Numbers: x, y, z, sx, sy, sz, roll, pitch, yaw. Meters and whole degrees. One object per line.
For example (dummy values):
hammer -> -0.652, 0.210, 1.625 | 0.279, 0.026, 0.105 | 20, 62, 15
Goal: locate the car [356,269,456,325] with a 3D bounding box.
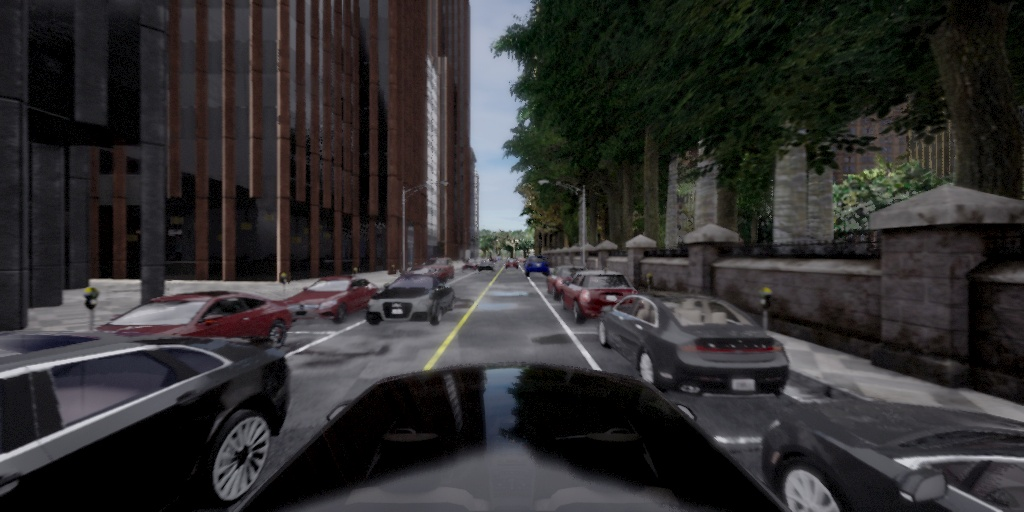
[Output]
car -> -3.071, 1.305, 11.640 | 1.994, 1.385, 4.181 | 0, 0, 1

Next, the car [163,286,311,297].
car -> -5.763, 1.328, 6.454 | 1.802, 1.307, 4.207 | 0, 0, 0

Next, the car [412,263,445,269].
car -> -5.766, 1.313, 22.825 | 1.802, 1.307, 4.207 | 0, 0, 0

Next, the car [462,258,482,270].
car -> -5.770, 1.156, 50.110 | 1.967, 1.591, 4.097 | 0, 0, 0

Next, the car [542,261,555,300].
car -> 2.760, 1.176, 17.375 | 1.967, 1.591, 4.097 | 0, 0, 0

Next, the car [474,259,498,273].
car -> -3.093, 1.319, 43.526 | 1.895, 1.301, 4.718 | 0, 0, 0

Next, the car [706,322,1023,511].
car -> 2.763, 1.301, 1.005 | 2.007, 1.370, 4.403 | 0, 0, 0

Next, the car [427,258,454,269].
car -> -5.767, 1.041, 28.282 | 2.192, 1.841, 5.009 | 0, 0, 0

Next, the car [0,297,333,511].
car -> -3.094, 1.242, 1.552 | 2.128, 1.511, 4.902 | 0, 0, 0

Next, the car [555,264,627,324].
car -> 2.761, 1.181, 11.919 | 1.967, 1.591, 4.097 | 0, 0, 0

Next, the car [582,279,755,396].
car -> 2.762, 1.296, 6.462 | 2.007, 1.370, 4.403 | 0, 0, 0

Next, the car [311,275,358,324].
car -> -5.764, 1.323, 11.911 | 1.802, 1.307, 4.207 | 0, 0, 0

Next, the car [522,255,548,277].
car -> 2.388, 0.950, 35.321 | 2.150, 2.045, 5.566 | 0, 0, 0

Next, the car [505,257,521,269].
car -> -0.003, 1.242, 54.767 | 1.812, 1.442, 4.674 | 0, 0, 0
